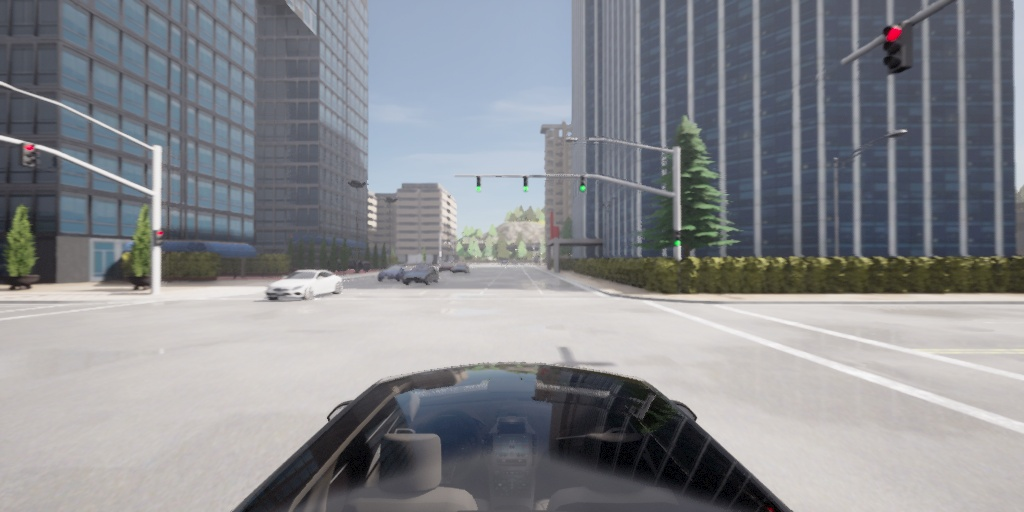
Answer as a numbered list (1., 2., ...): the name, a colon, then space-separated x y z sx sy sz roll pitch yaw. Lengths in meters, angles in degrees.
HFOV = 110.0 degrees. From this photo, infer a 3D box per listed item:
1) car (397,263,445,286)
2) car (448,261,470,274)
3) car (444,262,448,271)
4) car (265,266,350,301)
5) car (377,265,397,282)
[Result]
1. car: -7.056 1.533 28.362 2.033 1.411 5.357 0 0 1
2. car: -6.828 1.704 48.466 2.033 1.411 5.357 0 -1 1
3. car: -10.229 1.713 57.199 1.882 1.535 5.008 0 -1 1
4. car: -10.504 1.432 18.554 1.812 1.442 4.674 0 -1 0
5. car: -10.516 1.549 32.327 1.812 1.442 4.674 0 -1 1
